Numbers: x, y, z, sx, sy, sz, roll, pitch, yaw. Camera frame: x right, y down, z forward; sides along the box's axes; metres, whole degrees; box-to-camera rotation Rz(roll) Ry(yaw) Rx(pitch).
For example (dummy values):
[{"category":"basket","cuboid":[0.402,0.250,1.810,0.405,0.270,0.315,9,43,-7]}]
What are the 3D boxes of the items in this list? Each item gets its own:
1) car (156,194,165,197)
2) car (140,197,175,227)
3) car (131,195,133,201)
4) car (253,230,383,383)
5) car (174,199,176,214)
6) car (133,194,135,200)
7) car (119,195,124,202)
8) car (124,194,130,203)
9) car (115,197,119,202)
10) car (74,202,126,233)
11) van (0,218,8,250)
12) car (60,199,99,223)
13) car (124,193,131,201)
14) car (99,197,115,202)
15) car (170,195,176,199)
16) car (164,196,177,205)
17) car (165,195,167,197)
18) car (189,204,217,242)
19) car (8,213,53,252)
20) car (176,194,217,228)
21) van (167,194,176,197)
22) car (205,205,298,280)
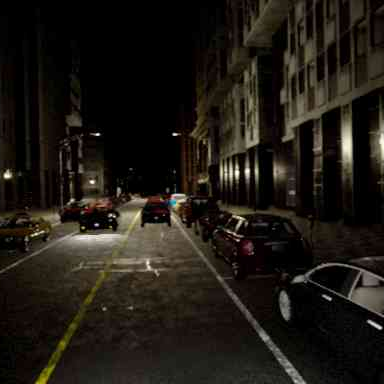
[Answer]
[{"category":"car","cuboid":[-4.557,1.323,40.135,1.882,1.535,5.008,-1,0,-7]},{"category":"car","cuboid":[-2.437,1.386,22.422,1.882,1.535,5.008,-1,1,-7]},{"category":"car","cuboid":[-14.012,1.417,69.902,1.887,1.381,4.507,-1,0,-7]},{"category":"car","cuboid":[2.460,1.469,4.189,2.008,1.369,4.403,-1,0,-7]},{"category":"car","cuboid":[-0.210,1.417,26.438,1.802,1.307,4.206,-1,0,-7]},{"category":"car","cuboid":[-14.684,1.170,75.463,2.192,1.841,5.009,-1,0,-7]},{"category":"car","cuboid":[-11.341,1.514,47.655,1.947,1.339,4.313,-1,0,-7]},{"category":"car","cuboid":[-12.676,1.460,58.778,2.008,1.369,4.403,-1,0,-7]},{"category":"car","cuboid":[-10.673,1.549,42.093,1.802,1.307,4.206,-1,0,-7]},{"category":"car","cuboid":[-5.282,1.552,19.630,1.994,1.385,4.181,-1,0,-7]},{"category":"van","cuboid":[-6.672,1.429,8.721,1.690,1.788,3.998,-1,0,-7]},{"category":"car","cuboid":[-8.674,1.467,25.408,1.967,1.590,4.097,-1,0,-7]},{"category":"car","cuboid":[-13.324,1.417,64.171,1.752,1.417,4.829,-1,0,-7]},{"category":"car","cuboid":[-10.009,1.427,36.531,1.967,1.590,4.097,-1,0,-7]},{"category":"car","cuboid":[-0.899,1.339,32.168,1.752,1.417,4.829,-1,0,-7]},{"category":"car","cuboid":[-3.548,1.319,54.248,1.802,1.307,4.206,-1,0,-7]},{"category":"car","cuboid":[-2.881,1.338,48.687,1.802,1.307,4.206,-1,0,-7]},{"category":"car","cuboid":[1.125,1.457,15.313,1.802,1.307,4.206,-1,0,-7]},{"category":"car","cuboid":[-7.316,1.593,14.115,1.752,1.417,4.829,-1,0,-7]},{"category":"car","cuboid":[0.452,1.170,20.874,2.192,1.841,5.009,-1,0,-7]},{"category":"van","cuboid":[-1.550,1.136,37.560,1.690,1.788,3.998,-1,0,-7]},{"category":"car","cuboid":[1.790,1.336,9.751,1.967,1.590,4.097,-1,0,-7]}]
